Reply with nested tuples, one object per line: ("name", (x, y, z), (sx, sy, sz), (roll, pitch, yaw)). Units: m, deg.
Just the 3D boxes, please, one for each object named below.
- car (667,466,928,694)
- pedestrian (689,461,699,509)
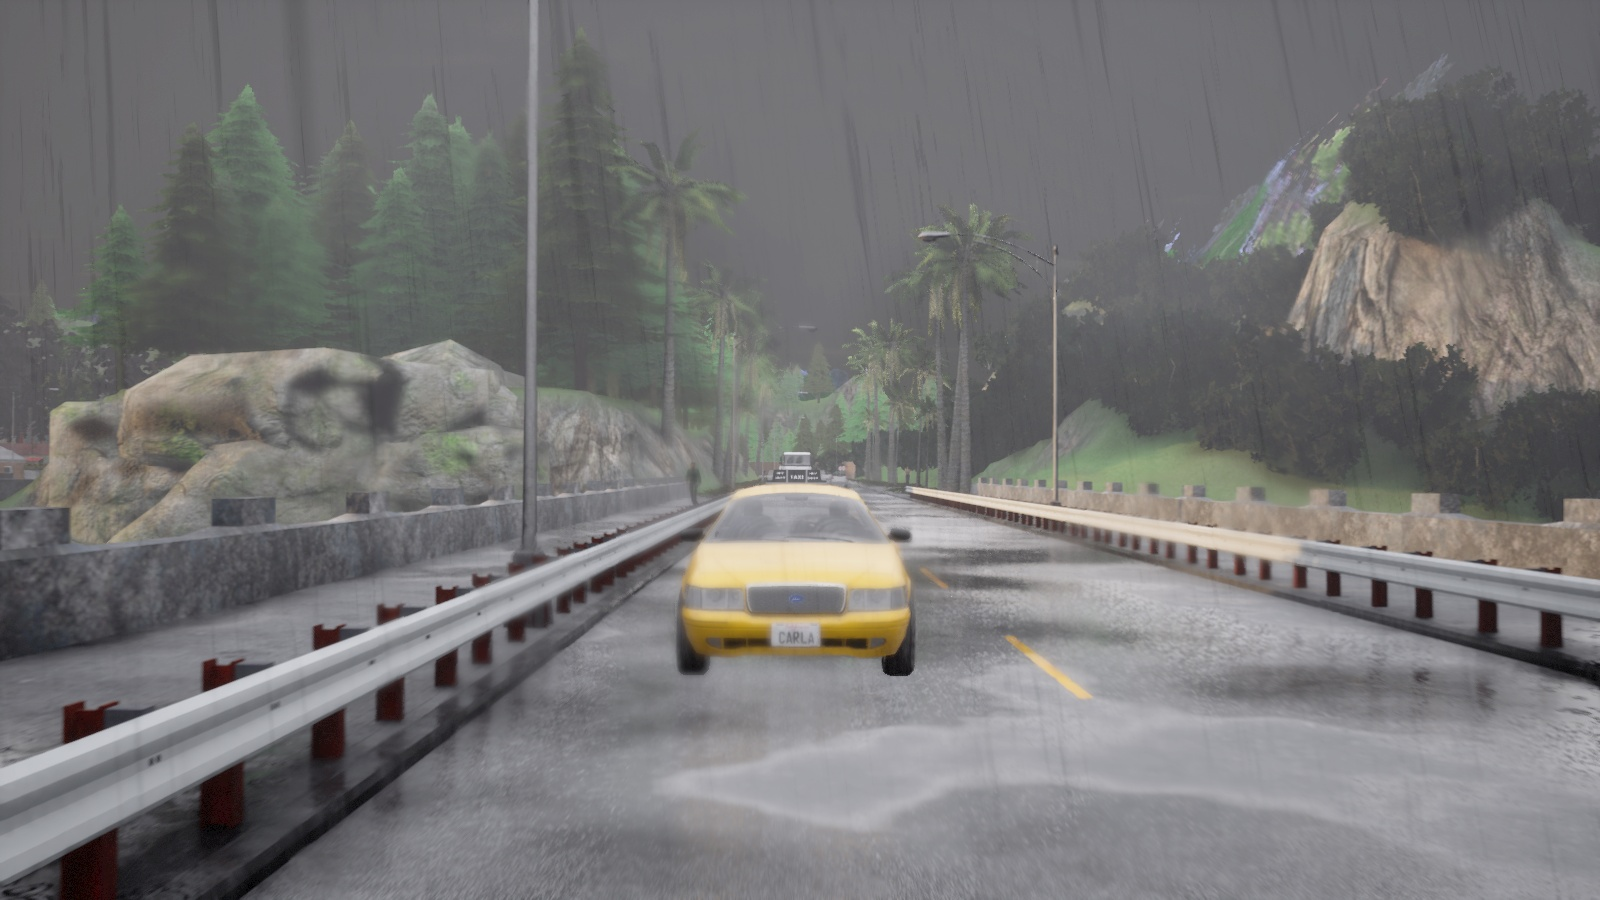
("car", (-0.025, 0.944, 11.396), (1.801, 1.575, 5.366), (0, -1, 0))
("pedestrian", (-4.090, 1.353, 48.529), (0.353, 1.847, 0.614), (0, -1, 0))
